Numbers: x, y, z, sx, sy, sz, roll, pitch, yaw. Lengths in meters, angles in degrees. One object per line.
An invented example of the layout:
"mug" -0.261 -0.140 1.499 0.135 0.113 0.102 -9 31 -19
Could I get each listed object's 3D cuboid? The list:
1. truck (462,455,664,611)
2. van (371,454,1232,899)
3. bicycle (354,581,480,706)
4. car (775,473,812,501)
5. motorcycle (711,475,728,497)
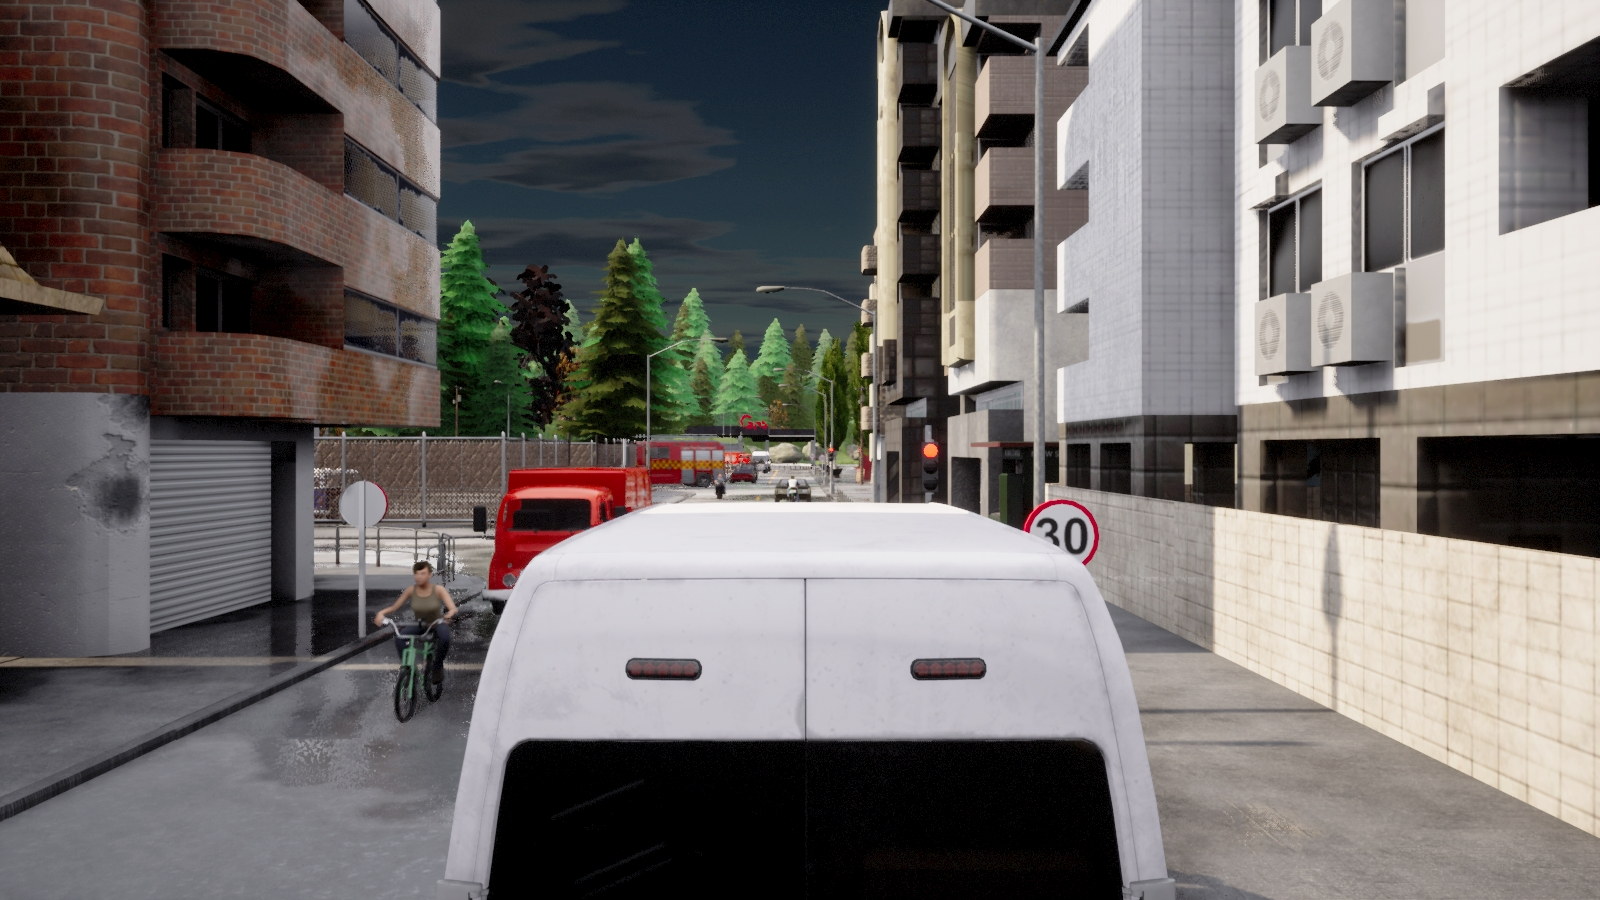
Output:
"truck" -4.094 1.340 20.821 2.627 2.467 5.204 0 0 0
"van" -0.009 1.312 5.597 1.988 2.561 5.915 0 0 0
"bicycle" -4.056 2.031 12.215 0.859 1.080 1.487 0 0 -1
"car" -0.339 1.912 60.159 1.895 1.301 4.718 0 0 0
"motorcycle" -4.409 1.968 62.943 0.803 1.145 2.033 0 0 0
